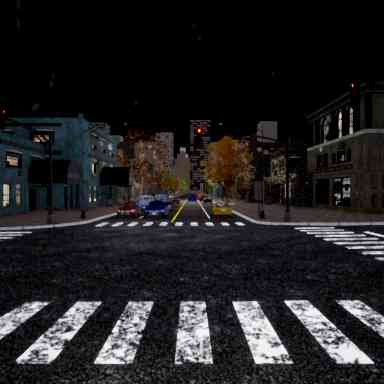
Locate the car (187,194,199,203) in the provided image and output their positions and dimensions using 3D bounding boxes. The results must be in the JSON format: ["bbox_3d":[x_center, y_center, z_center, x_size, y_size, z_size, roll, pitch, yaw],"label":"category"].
[{"bbox_3d":[0.057,1.463,70.837,1.882,1.535,5.008,0,0,0],"label":"car"}]

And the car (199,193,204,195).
[{"bbox_3d":[2.677,1.550,74.777,1.947,1.339,4.313,-1,0,0],"label":"car"}]

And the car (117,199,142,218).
[{"bbox_3d":[-5.696,1.577,30.405,1.802,1.307,4.206,0,0,0],"label":"car"}]

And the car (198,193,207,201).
[{"bbox_3d":[2.673,1.297,85.870,2.192,1.841,5.009,-1,0,0],"label":"car"}]

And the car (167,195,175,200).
[{"bbox_3d":[-5.706,1.562,91.414,1.802,1.307,4.206,0,0,0],"label":"car"}]

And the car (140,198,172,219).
[{"bbox_3d":[-3.121,1.520,29.660,1.812,1.442,4.674,0,0,0],"label":"car"}]

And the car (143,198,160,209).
[{"bbox_3d":[-5.699,1.536,47.045,1.887,1.381,4.507,0,0,0],"label":"car"}]

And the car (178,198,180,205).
[{"bbox_3d":[-3.098,1.555,48.381,1.994,1.385,4.181,0,0,0],"label":"car"}]

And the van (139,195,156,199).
[{"bbox_3d":[-5.700,1.333,41.497,1.690,1.788,3.998,0,0,0],"label":"van"}]

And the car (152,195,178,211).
[{"bbox_3d":[-3.104,1.484,38.859,2.128,1.511,4.902,0,0,0],"label":"car"}]

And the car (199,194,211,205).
[{"bbox_3d":[2.680,1.539,58.138,2.008,1.369,4.403,-1,0,0],"label":"car"}]

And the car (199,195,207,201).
[{"bbox_3d":[2.677,1.528,80.323,1.887,1.381,4.507,-1,0,0],"label":"car"}]

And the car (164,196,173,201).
[{"bbox_3d":[-5.704,1.549,80.322,1.947,1.339,4.313,0,0,0],"label":"car"}]

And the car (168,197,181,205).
[{"bbox_3d":[-3.068,1.589,58.586,1.895,1.301,4.718,0,0,0],"label":"car"}]

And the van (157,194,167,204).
[{"bbox_3d":[-5.703,1.328,63.683,1.690,1.788,3.998,0,0,0],"label":"van"}]

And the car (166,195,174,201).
[{"bbox_3d":[-5.705,1.526,85.868,1.887,1.381,4.507,0,0,0],"label":"car"}]

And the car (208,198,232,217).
[{"bbox_3d":[2.683,1.520,30.577,1.752,1.417,4.829,-1,0,0],"label":"car"}]

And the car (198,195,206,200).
[{"bbox_3d":[2.675,1.525,91.416,1.887,1.381,4.507,-1,0,0],"label":"car"}]
